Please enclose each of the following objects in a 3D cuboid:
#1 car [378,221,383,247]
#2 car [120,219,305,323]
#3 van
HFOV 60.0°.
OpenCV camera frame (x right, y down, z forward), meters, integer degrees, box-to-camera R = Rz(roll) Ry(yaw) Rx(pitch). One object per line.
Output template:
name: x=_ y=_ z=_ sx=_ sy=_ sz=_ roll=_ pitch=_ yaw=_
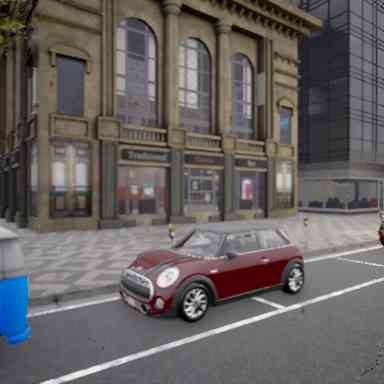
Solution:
car: x=9.716 y=1.337 z=13.707 sx=5.009 sy=1.841 sz=2.192 roll=0 pitch=0 yaw=-36
car: x=0.537 y=1.446 z=7.151 sx=4.097 sy=1.590 sz=1.967 roll=0 pitch=0 yaw=-36
van: x=-4.053 y=1.340 z=3.874 sx=3.998 sy=1.788 sz=1.690 roll=0 pitch=0 yaw=-36
